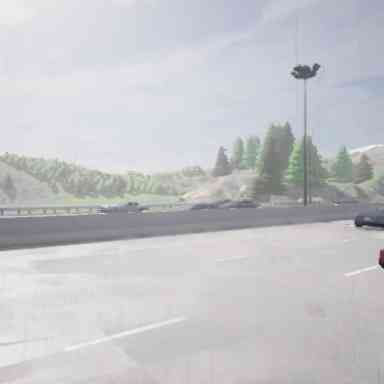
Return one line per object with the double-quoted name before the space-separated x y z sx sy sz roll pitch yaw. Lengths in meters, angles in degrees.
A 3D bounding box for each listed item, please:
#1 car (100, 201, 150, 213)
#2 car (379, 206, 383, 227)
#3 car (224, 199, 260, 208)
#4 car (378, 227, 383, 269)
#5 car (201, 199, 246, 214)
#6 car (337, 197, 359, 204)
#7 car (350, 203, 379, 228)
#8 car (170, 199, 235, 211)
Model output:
"car" -6.779 1.586 33.546 4.718 1.301 1.895 0 0 -35
"car" 11.598 1.493 16.327 4.902 1.511 2.128 0 0 -36
"car" 4.684 1.499 33.116 4.892 1.490 1.837 1 0 -35
"car" 6.938 1.602 8.713 4.718 1.301 1.895 0 0 -35
"car" 3.474 1.497 36.530 4.892 1.490 1.837 0 0 -35
"car" 26.986 1.557 57.532 4.181 1.385 1.994 0 0 -35
"car" 12.075 1.564 20.969 4.181 1.385 1.994 0 0 -36
"car" 0.461 1.540 25.687 5.357 1.411 2.033 0 0 -37
